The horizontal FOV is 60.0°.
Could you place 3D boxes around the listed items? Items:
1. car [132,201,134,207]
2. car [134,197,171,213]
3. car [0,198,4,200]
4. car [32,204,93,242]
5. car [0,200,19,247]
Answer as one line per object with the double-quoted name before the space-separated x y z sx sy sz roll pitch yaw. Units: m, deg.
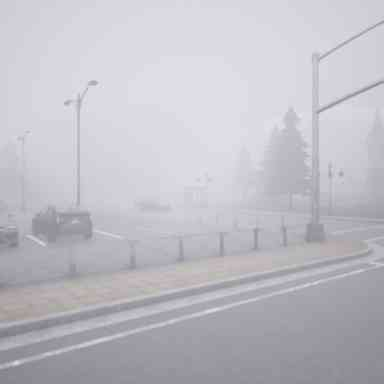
"car" -6.532 1.477 45.908 2.128 1.511 4.902 0 0 -36
"car" -4.150 1.465 36.633 1.882 1.535 5.008 0 0 -36
"car" -21.359 1.372 36.596 1.845 1.501 3.633 0 0 -36
"car" -6.099 1.337 15.504 2.007 1.523 4.514 0 0 -36
"car" -8.610 1.330 13.624 2.152 1.636 5.027 0 0 -36
